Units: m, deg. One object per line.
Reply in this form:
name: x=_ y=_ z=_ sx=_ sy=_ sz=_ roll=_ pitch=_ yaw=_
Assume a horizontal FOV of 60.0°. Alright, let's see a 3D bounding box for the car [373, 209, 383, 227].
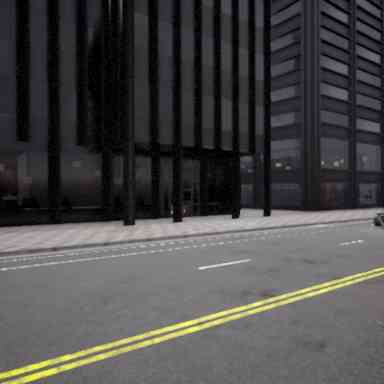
car: x=13.411 y=1.523 z=21.238 sx=4.181 sy=1.385 sz=1.994 roll=0 pitch=0 yaw=-35
